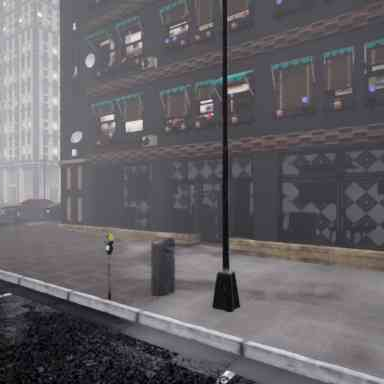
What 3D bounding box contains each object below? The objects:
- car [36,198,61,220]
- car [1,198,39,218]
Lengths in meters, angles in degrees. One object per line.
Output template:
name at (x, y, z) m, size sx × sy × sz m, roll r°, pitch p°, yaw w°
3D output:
car at (-8.258, 1.279, 23.545) m, size 1.947 × 1.339 × 4.313 m, roll 1°, pitch 1°, yaw 35°
car at (-12.896, 1.262, 27.035) m, size 1.812 × 1.442 × 4.674 m, roll 0°, pitch 1°, yaw 35°
